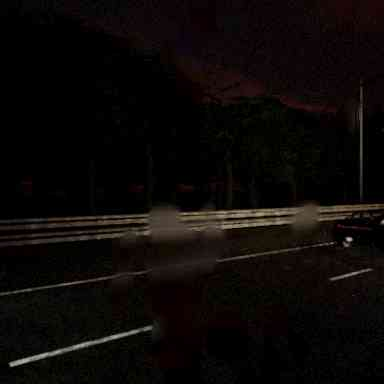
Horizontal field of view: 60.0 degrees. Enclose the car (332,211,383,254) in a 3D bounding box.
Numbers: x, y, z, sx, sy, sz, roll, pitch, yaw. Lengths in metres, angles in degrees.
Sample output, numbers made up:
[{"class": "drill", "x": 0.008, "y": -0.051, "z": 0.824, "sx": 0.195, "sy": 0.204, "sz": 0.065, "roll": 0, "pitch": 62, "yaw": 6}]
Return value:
[{"class": "car", "x": 7.723, "y": 1.522, "z": 13.591, "sx": 4.902, "sy": 1.511, "sz": 2.128, "roll": 0, "pitch": 0, "yaw": -36}]
